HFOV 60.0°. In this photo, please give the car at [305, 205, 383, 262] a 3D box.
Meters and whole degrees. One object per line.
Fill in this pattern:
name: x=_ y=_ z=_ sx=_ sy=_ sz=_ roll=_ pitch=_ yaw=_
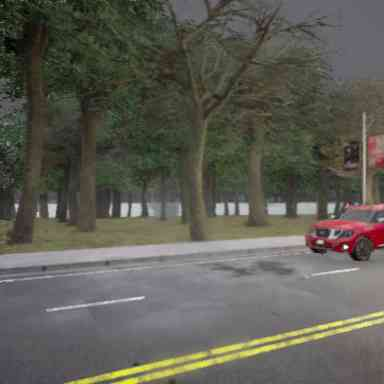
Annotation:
car: x=7.305 y=1.553 z=13.726 sx=5.566 sy=2.045 sz=2.150 roll=1 pitch=-2 yaw=-26
